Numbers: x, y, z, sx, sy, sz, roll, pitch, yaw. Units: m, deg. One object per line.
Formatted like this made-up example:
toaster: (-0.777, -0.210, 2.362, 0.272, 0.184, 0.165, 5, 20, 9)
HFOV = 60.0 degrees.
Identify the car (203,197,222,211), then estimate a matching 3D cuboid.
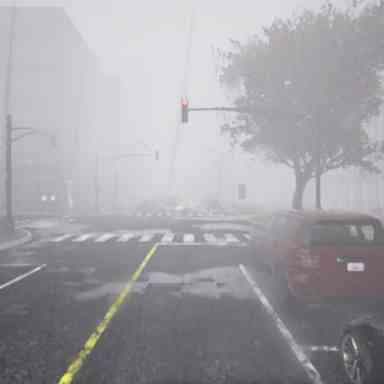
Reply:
car: (2.661, 1.569, 40.243, 1.887, 1.381, 4.507, 0, 0, 0)

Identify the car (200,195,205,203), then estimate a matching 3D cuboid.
car: (2.652, 1.564, 51.479, 1.752, 1.417, 4.829, 0, 0, 0)

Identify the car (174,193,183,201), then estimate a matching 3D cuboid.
car: (-3.052, 1.286, 67.316, 2.150, 2.045, 5.566, 0, 0, 0)

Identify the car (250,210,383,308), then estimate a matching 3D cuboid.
car: (2.688, 1.317, 7.855, 2.192, 1.841, 5.009, 0, 0, 0)

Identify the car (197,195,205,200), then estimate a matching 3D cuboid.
car: (2.617, 1.667, 95.570, 2.008, 1.369, 4.403, 0, 0, 0)

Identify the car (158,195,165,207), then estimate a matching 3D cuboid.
car: (-5.728, 1.590, 51.303, 2.008, 1.369, 4.403, 0, 0, 0)

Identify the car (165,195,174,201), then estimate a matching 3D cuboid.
car: (-5.755, 1.533, 84.499, 1.967, 1.590, 4.097, 0, 0, 0)

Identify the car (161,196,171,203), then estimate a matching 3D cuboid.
car: (-5.746, 1.655, 73.432, 1.802, 1.307, 4.206, 0, 0, 0)

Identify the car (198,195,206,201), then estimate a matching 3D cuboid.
car: (2.621, 1.649, 90.038, 1.887, 1.381, 4.507, 0, 0, 0)

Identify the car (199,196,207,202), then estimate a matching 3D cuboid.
car: (2.630, 1.608, 79.142, 1.752, 1.417, 4.829, 0, 0, 0)

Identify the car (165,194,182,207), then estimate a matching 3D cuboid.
car: (-3.040, 1.596, 52.354, 1.837, 1.490, 4.892, 0, 2, 0)

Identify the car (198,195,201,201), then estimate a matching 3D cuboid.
car: (2.639, 1.646, 67.906, 1.802, 1.307, 4.206, 0, 0, 0)

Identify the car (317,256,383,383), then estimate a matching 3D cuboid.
car: (2.692, 1.566, 2.332, 1.947, 1.339, 4.313, 0, 0, 0)

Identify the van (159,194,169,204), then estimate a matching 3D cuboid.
van: (-5.741, 1.406, 67.901, 1.690, 1.788, 3.998, 0, 0, 0)

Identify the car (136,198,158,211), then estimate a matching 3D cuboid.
car: (-5.719, 1.576, 40.237, 2.008, 1.369, 4.403, 0, 0, 0)
